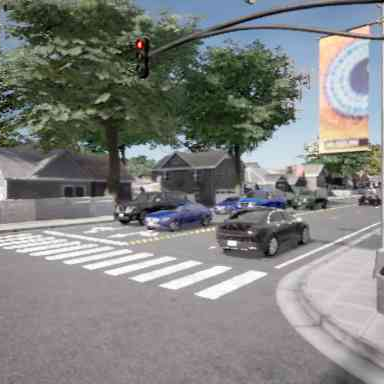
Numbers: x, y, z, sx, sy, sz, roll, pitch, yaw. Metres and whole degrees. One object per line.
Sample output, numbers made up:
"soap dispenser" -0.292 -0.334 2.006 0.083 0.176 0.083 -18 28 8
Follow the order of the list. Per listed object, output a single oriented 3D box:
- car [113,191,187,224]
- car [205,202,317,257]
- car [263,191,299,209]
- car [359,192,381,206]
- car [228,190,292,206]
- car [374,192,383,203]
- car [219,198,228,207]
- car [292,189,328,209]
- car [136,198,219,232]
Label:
"car" -2.414 0.969 21.600 2.150 2.045 5.566 0 1 39
"car" 2.765 1.329 12.314 1.837 1.490 4.892 -1 0 39
"car" 9.882 0.847 36.690 2.097 1.767 4.553 0 1 39
"car" 21.913 0.902 40.880 1.812 1.442 4.674 0 1 39
"car" 5.469 0.867 26.138 2.150 2.045 5.566 0 1 39
"car" 28.169 0.732 48.565 1.882 1.535 5.008 0 1 39
"car" 3.751 1.146 29.170 1.812 1.442 4.674 0 1 39
"car" 12.221 0.729 34.416 2.150 2.045 5.566 0 1 40
"car" -0.652 1.297 18.620 1.812 1.442 4.674 0 1 37
